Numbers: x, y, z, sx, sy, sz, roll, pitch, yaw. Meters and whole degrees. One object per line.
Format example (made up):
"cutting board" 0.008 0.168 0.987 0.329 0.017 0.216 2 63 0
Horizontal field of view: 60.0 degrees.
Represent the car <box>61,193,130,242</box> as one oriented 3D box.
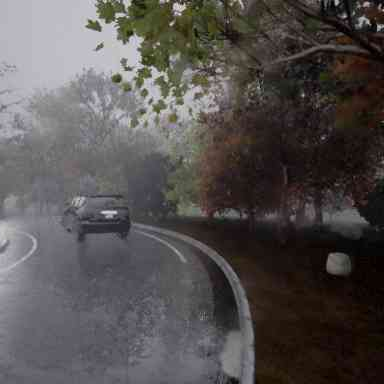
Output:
"car" -4.688 1.062 15.861 2.150 2.045 5.566 1 0 -29
